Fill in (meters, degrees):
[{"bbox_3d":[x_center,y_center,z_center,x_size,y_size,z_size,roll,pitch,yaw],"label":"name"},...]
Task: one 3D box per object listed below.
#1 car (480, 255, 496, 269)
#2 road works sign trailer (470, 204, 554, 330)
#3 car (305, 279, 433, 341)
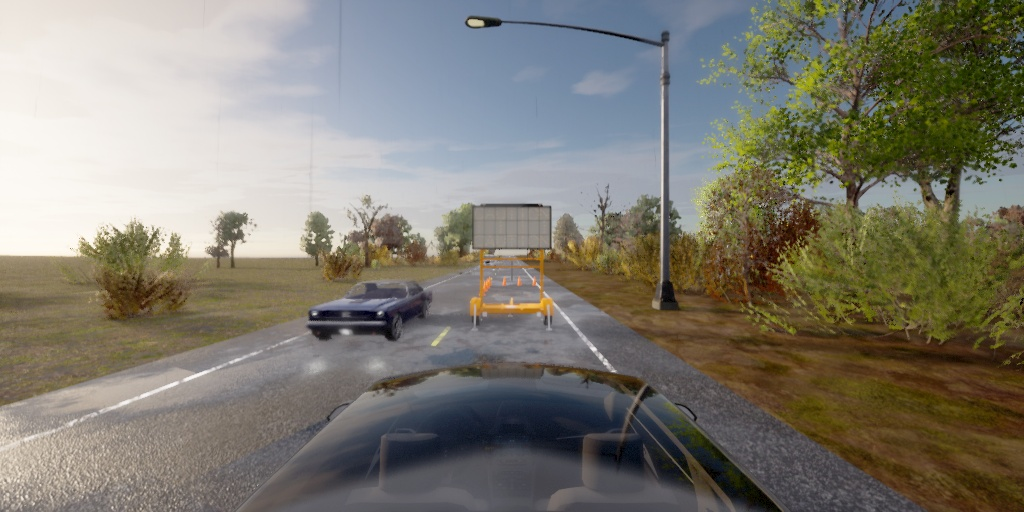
[{"bbox_3d":[-3.602,0.896,54.401,2.150,2.045,5.566,0,0,0],"label":"car"},{"bbox_3d":[-0.003,0.207,11.009,2.380,3.560,2.880,0,0,0],"label":"road works sign trailer"},{"bbox_3d":[-3.603,1.345,9.994,1.895,1.301,4.718,0,0,0],"label":"car"}]
